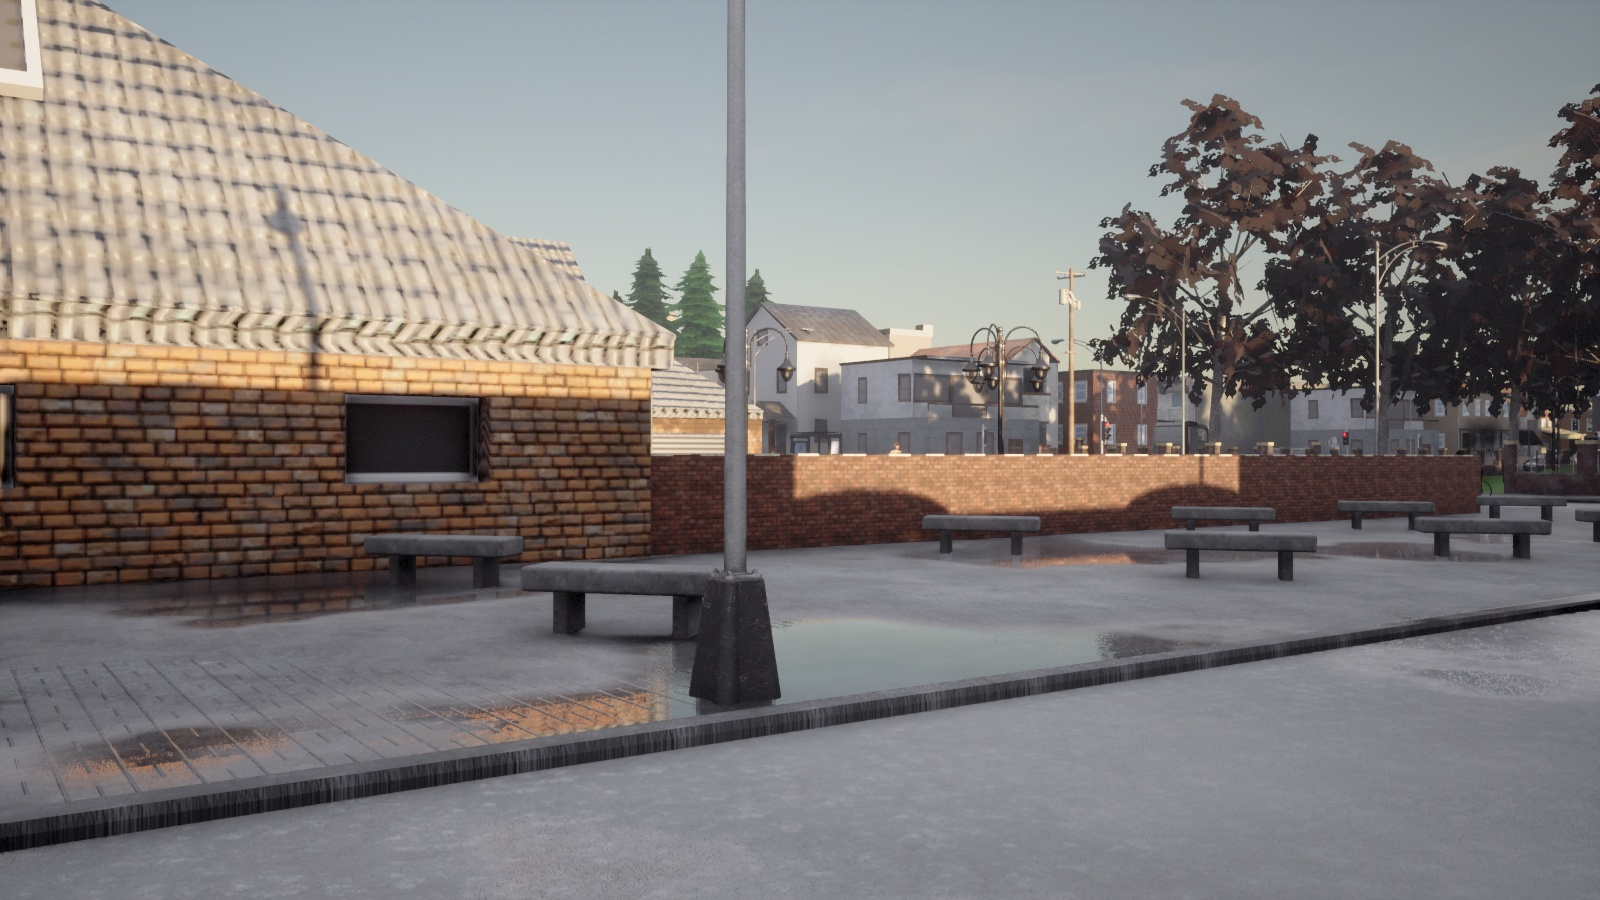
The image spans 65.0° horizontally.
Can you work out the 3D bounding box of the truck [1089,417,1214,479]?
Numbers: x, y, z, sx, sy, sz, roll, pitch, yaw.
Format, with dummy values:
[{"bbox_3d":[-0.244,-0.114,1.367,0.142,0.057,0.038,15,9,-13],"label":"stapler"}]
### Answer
[{"bbox_3d":[20.808,-0.100,74.047,7.936,3.462,2.891,0,0,-37],"label":"truck"}]
